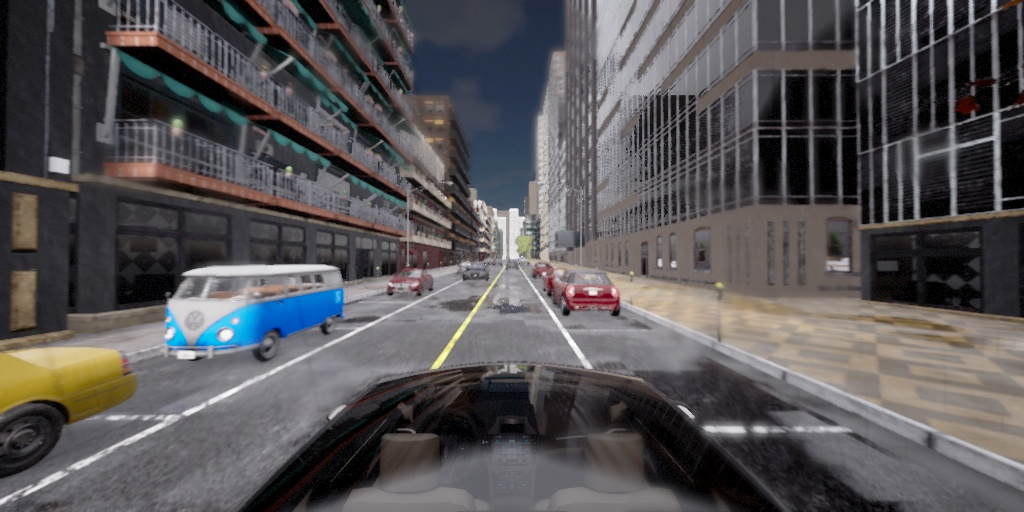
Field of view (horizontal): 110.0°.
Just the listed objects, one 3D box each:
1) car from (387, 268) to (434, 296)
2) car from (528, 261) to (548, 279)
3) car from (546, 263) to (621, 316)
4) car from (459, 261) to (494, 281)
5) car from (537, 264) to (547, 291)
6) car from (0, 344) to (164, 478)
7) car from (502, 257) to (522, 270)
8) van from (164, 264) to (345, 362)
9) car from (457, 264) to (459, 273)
[{"bbox_3d":[-5.311,1.332,19.237,1.802,1.307,4.207,0,0,0],"label":"car"},{"bbox_3d":[2.756,1.277,32.801,1.812,1.442,4.674,0,0,0],"label":"car"},{"bbox_3d":[2.569,1.190,13.343,1.967,1.591,4.097,0,0,0],"label":"car"},{"bbox_3d":[-2.839,1.314,29.414,1.994,1.385,4.181,0,0,0],"label":"car"},{"bbox_3d":[2.570,1.295,18.996,1.888,1.381,4.507,0,0,0],"label":"car"},{"bbox_3d":[-5.314,1.276,2.128,1.751,1.417,4.829,0,0,0],"label":"car"},{"bbox_3d":[0.050,1.243,52.343,2.128,1.511,4.902,0,0,1],"label":"car"},{"bbox_3d":[-5.313,1.091,7.944,1.690,1.789,3.998,0,0,0],"label":"van"},{"bbox_3d":[-5.306,1.301,41.824,2.007,1.370,4.403,0,0,0],"label":"car"}]
